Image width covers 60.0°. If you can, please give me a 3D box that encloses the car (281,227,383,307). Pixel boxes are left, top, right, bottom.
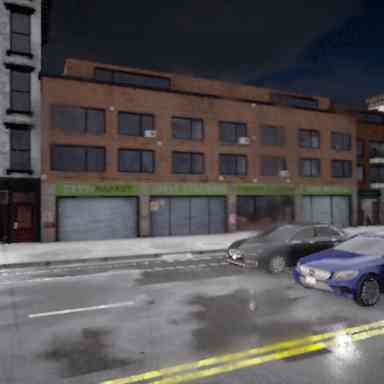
[{"bbox_3d":[4.812,1.756,8.477,4.674,1.442,1.812,1,-2,-24],"label":"car"}]

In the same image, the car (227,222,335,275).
[{"bbox_3d":[3.549,1.822,11.469,4.892,1.490,1.837,1,-2,-24],"label":"car"}]
